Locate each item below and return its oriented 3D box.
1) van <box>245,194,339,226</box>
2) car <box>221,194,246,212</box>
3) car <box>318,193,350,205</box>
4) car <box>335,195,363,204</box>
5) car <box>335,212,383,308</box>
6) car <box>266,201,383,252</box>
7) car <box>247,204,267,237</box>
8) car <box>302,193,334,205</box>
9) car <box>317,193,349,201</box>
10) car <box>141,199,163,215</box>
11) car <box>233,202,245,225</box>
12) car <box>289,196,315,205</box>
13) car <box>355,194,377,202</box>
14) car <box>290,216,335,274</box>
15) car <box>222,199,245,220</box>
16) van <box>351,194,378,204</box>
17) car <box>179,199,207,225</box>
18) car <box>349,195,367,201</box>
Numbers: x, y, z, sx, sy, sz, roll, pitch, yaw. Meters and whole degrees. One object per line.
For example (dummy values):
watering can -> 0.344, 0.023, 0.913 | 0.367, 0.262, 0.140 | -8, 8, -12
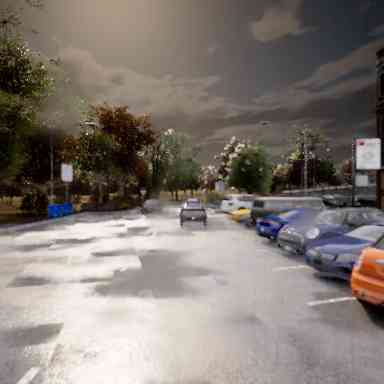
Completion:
van -> 5.481, 1.272, 18.249 | 4.442, 1.987, 1.878 | 1, 0, -20
car -> 5.373, 1.257, 30.241 | 5.566, 2.045, 2.435 | 1, 0, -20
car -> 26.994, 1.306, 63.430 | 2.435, 2.045, 5.566 | 1, -1, -22
car -> 29.990, 1.434, 63.561 | 2.185, 1.767, 4.553 | 1, -1, -22
car -> 5.331, 1.361, 6.184 | 4.553, 1.767, 2.185 | 1, 0, -20
car -> 5.403, 1.366, 12.201 | 4.553, 1.767, 2.185 | 1, 0, -20
car -> 5.363, 1.493, 15.204 | 5.008, 1.535, 2.097 | 1, 0, -20
car -> 23.934, 1.305, 63.391 | 2.435, 2.045, 5.566 | 0, -1, -21
car -> 18.326, 1.281, 46.244 | 2.435, 2.045, 5.566 | 0, 1, -21
car -> -4.060, 1.532, 34.410 | 1.837, 1.490, 4.892 | 0, 0, 1
car -> 5.373, 1.539, 21.206 | 4.674, 1.452, 2.002 | 1, 0, -20
car -> 20.911, 1.584, 63.306 | 2.163, 1.488, 4.792 | 0, -1, -21
car -> 24.207, 1.283, 46.444 | 2.435, 2.045, 5.566 | -1, 1, -21
car -> 5.367, 1.529, 9.192 | 4.674, 1.452, 2.002 | 1, 0, -20
car -> 5.188, 1.496, 24.148 | 5.366, 1.575, 1.946 | 1, 0, -20
van -> 32.970, 1.336, 63.715 | 1.878, 1.987, 4.442 | 0, -1, -22
car -> 0.083, 1.510, 24.158 | 2.128, 1.511, 4.902 | 0, 0, 0
car -> 21.241, 1.563, 46.361 | 2.163, 1.488, 4.792 | -1, 1, -22
